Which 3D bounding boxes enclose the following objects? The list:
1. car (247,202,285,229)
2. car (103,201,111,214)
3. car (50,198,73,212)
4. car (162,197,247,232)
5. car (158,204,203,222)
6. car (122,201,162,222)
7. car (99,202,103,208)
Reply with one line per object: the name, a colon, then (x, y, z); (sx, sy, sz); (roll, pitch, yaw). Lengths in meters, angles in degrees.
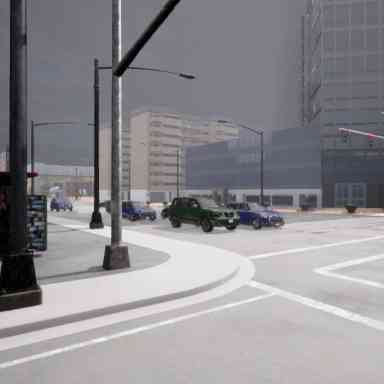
car: (4.004, 1.459, 22.501); (2.097, 1.767, 4.553); (0, -1, -36)
car: (-8.338, 1.877, 39.523); (2.128, 1.511, 4.902); (0, -1, -36)
car: (-19.136, 1.860, 48.584); (2.150, 2.045, 5.566); (0, -1, -36)
car: (0.598, 1.335, 21.235); (2.150, 2.045, 5.566); (0, -1, -36)
car: (-1.072, 1.769, 29.491); (1.994, 1.385, 4.181); (0, -1, -36)
car: (-4.918, 1.581, 28.837); (2.097, 1.767, 4.553); (0, -1, -36)
car: (-15.873, 2.281, 62.131); (1.994, 1.385, 4.181); (0, -1, -36)
